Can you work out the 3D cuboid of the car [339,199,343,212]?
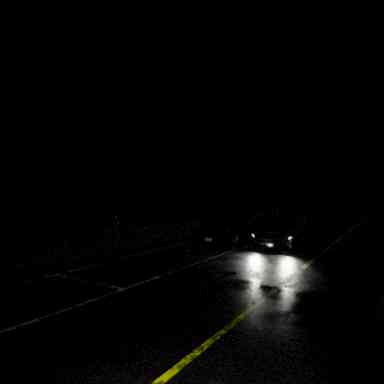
[{"bbox_3d":[16.407,1.441,38.849,1.967,1.590,4.097,0,0,32],"label":"car"}]

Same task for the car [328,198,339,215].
[{"bbox_3d":[13.491,1.567,34.156,1.947,1.339,4.313,0,0,32],"label":"car"}]

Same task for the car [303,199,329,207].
[{"bbox_3d":[10.575,1.582,29.464,1.802,1.307,4.206,0,0,32],"label":"car"}]

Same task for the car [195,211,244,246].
[{"bbox_3d":[1.827,1.566,15.385,1.947,1.339,4.313,0,0,32],"label":"car"}]

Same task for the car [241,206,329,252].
[{"bbox_3d":[4.238,1.548,14.397,2.033,1.411,5.357,0,0,32],"label":"car"}]
